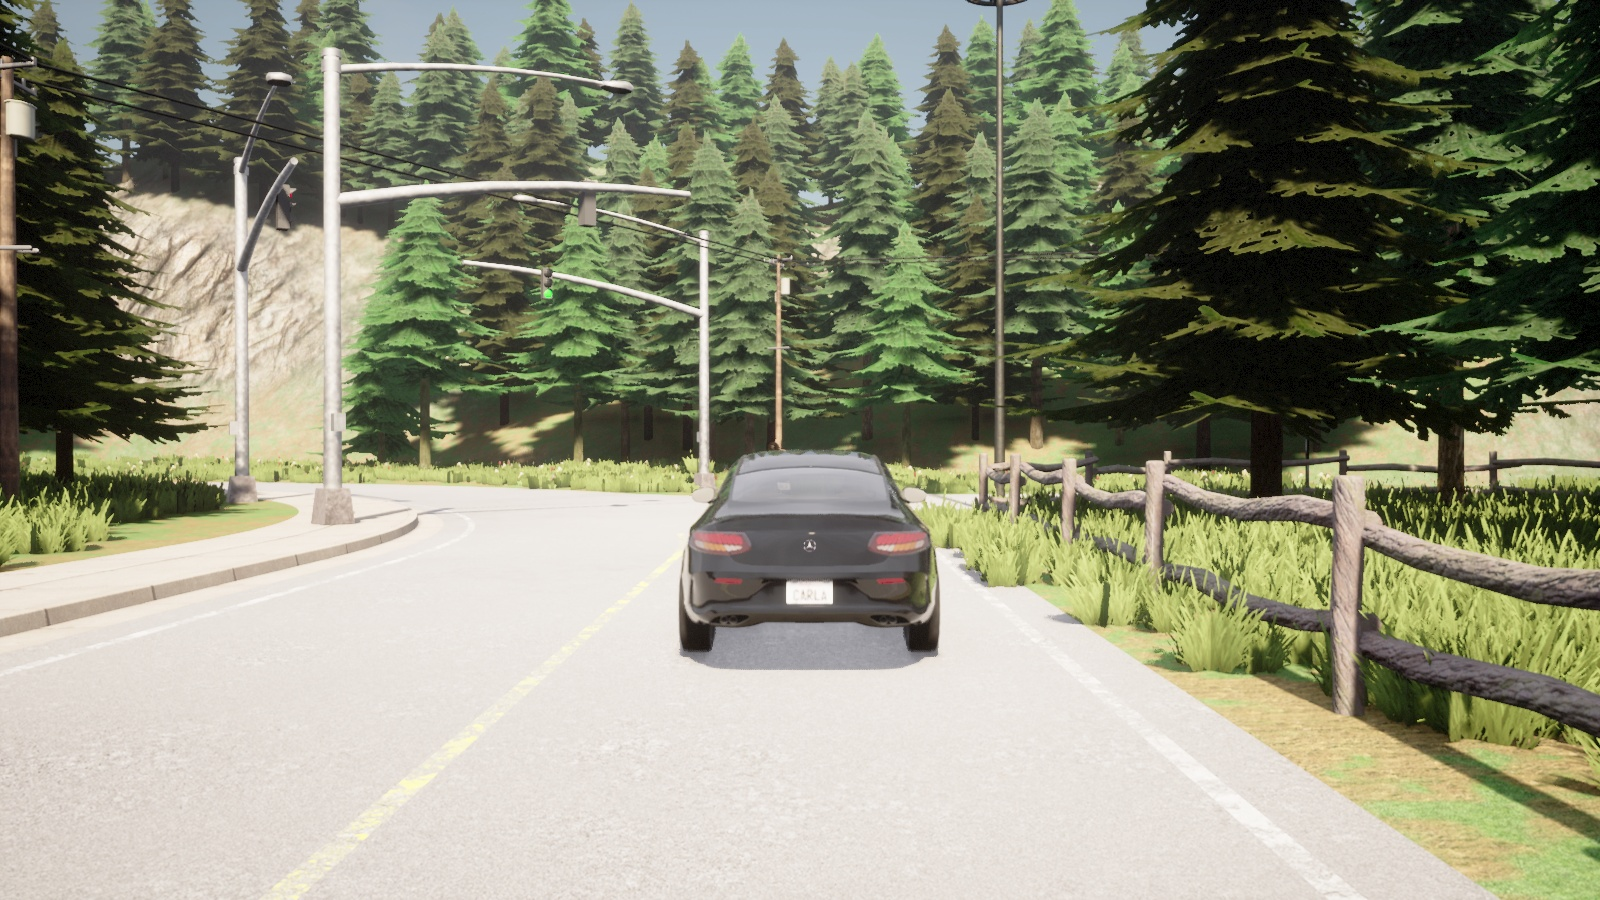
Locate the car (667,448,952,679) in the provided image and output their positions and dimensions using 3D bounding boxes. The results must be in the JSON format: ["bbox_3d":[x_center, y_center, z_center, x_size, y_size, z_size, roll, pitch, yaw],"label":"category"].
[{"bbox_3d":[0.074,0.719,10.341,1.812,1.442,4.674,0,0,0],"label":"car"}]
